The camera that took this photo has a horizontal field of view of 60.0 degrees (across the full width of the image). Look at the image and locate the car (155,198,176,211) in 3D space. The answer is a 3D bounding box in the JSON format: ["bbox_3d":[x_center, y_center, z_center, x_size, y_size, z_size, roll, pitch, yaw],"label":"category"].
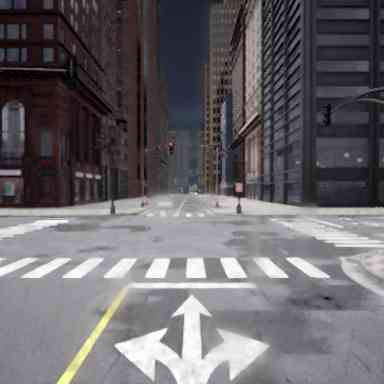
[{"bbox_3d":[-2.956,1.365,37.287,1.812,1.442,4.674,0,1,0],"label":"car"}]
